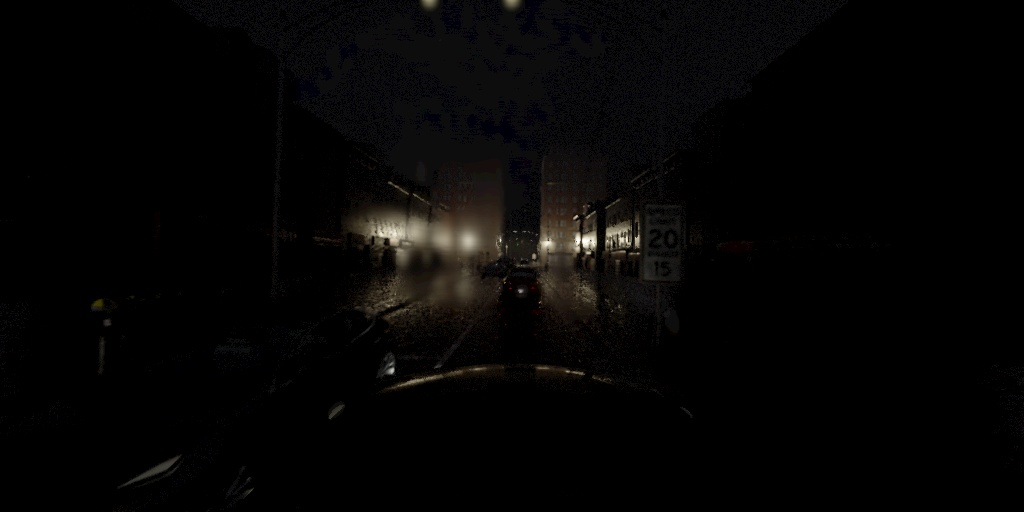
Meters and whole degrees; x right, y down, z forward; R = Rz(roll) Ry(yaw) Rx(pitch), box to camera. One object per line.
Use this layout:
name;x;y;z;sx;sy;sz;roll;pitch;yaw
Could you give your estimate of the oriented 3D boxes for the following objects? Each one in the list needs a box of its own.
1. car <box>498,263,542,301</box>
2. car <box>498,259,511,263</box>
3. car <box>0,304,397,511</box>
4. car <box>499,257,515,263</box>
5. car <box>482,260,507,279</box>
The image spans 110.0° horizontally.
car;0.487;1.291;17.504;1.812;1.442;4.674;1;0;2
car;-1.454;1.285;37.474;2.007;1.370;4.403;0;0;2
car;-2.657;1.252;3.815;1.948;1.339;4.313;0;0;2
car;-1.054;1.081;48.694;2.192;1.841;5.009;0;0;2
car;-1.655;1.304;31.864;1.802;1.307;4.207;0;0;2
